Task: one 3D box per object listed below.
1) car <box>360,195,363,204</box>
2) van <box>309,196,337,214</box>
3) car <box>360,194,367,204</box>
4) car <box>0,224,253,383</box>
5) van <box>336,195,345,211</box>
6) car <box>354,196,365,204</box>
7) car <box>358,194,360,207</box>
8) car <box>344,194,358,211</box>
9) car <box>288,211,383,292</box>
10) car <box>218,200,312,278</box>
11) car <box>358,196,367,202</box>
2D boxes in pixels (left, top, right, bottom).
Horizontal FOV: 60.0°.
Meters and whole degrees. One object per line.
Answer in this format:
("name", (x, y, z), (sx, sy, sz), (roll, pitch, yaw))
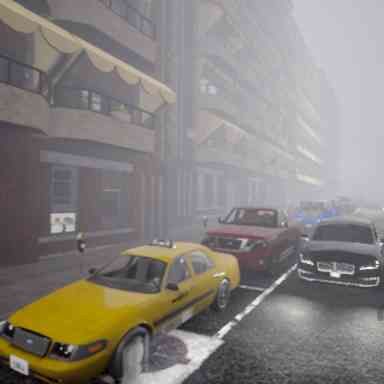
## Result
("car", (23.743, 1.587, 49.232), (1.947, 1.339, 4.313), (1, 1, 29))
("van", (7.530, 1.335, 20.277), (1.690, 1.788, 3.998), (2, 1, 29))
("car", (31.855, 1.373, 63.703), (2.192, 1.841, 5.009), (1, 1, 29))
("car", (-0.665, 1.529, 5.657), (1.752, 1.417, 4.829), (2, 1, 29))
("van", (10.233, 1.336, 25.103), (1.690, 1.788, 3.998), (2, 1, 29))
("car", (34.554, 1.619, 68.531), (1.887, 1.381, 4.507), (1, 0, 29))
("car", (18.342, 1.322, 39.577), (2.192, 1.841, 5.009), (2, 1, 29))
("car", (15.639, 1.317, 34.753), (2.192, 1.841, 5.009), (2, 1, 29))
("car", (4.225, 1.498, 9.179), (1.837, 1.490, 4.892), (0, 0, 29))
("car", (2.126, 1.314, 10.628), (2.192, 1.841, 5.009), (2, 1, 29))
("car", (42.662, 1.716, 83.008), (1.802, 1.307, 4.206), (1, 0, 29))
